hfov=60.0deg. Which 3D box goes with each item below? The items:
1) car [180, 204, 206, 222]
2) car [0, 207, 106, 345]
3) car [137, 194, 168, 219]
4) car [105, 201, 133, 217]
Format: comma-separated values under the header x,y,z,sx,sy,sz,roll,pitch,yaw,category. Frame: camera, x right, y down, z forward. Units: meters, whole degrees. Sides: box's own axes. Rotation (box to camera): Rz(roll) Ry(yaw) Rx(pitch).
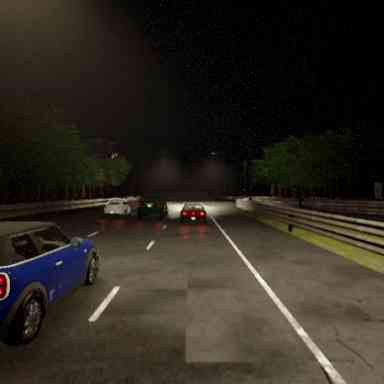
x,y,z,sx,sy,sz,roll,pitch,yaw,category
0.099,1.593,26.030,1.895,1.301,4.718,0,0,0,car
-3.400,1.350,6.544,2.097,1.767,4.553,0,0,0,car
-3.399,1.217,29.256,2.150,2.045,5.566,0,0,0,car
-6.887,1.524,30.926,1.812,1.442,4.674,0,0,0,car
